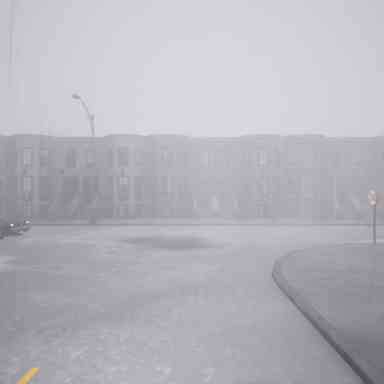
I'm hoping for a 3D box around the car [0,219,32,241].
[{"bbox_3d":[-10.323,1.594,15.858,4.718,1.301,1.895,0,0,0],"label":"car"}]
